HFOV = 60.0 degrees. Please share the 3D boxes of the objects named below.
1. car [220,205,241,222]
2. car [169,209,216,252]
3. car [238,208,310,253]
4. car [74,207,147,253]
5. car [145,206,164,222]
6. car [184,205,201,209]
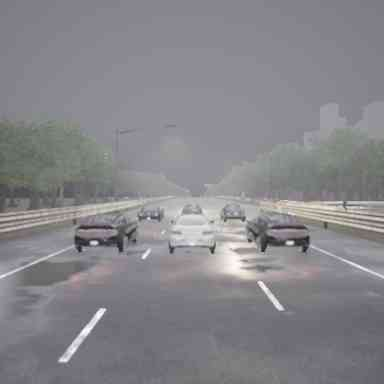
[{"bbox_3d":[3.513,1.817,28.996,2.033,1.411,5.357,0,0,0],"label":"car"},{"bbox_3d":[0.011,1.663,14.392,1.812,1.442,4.674,0,0,0],"label":"car"},{"bbox_3d":[3.511,1.629,14.305,2.128,1.511,4.902,0,0,0],"label":"car"},{"bbox_3d":[-3.489,1.629,14.311,2.128,1.511,4.902,0,0,0],"label":"car"},{"bbox_3d":[-3.486,1.871,29.118,1.895,1.301,4.718,0,0,0],"label":"car"},{"bbox_3d":[0.014,1.817,28.998,2.033,1.411,5.357,0,0,0],"label":"car"}]
